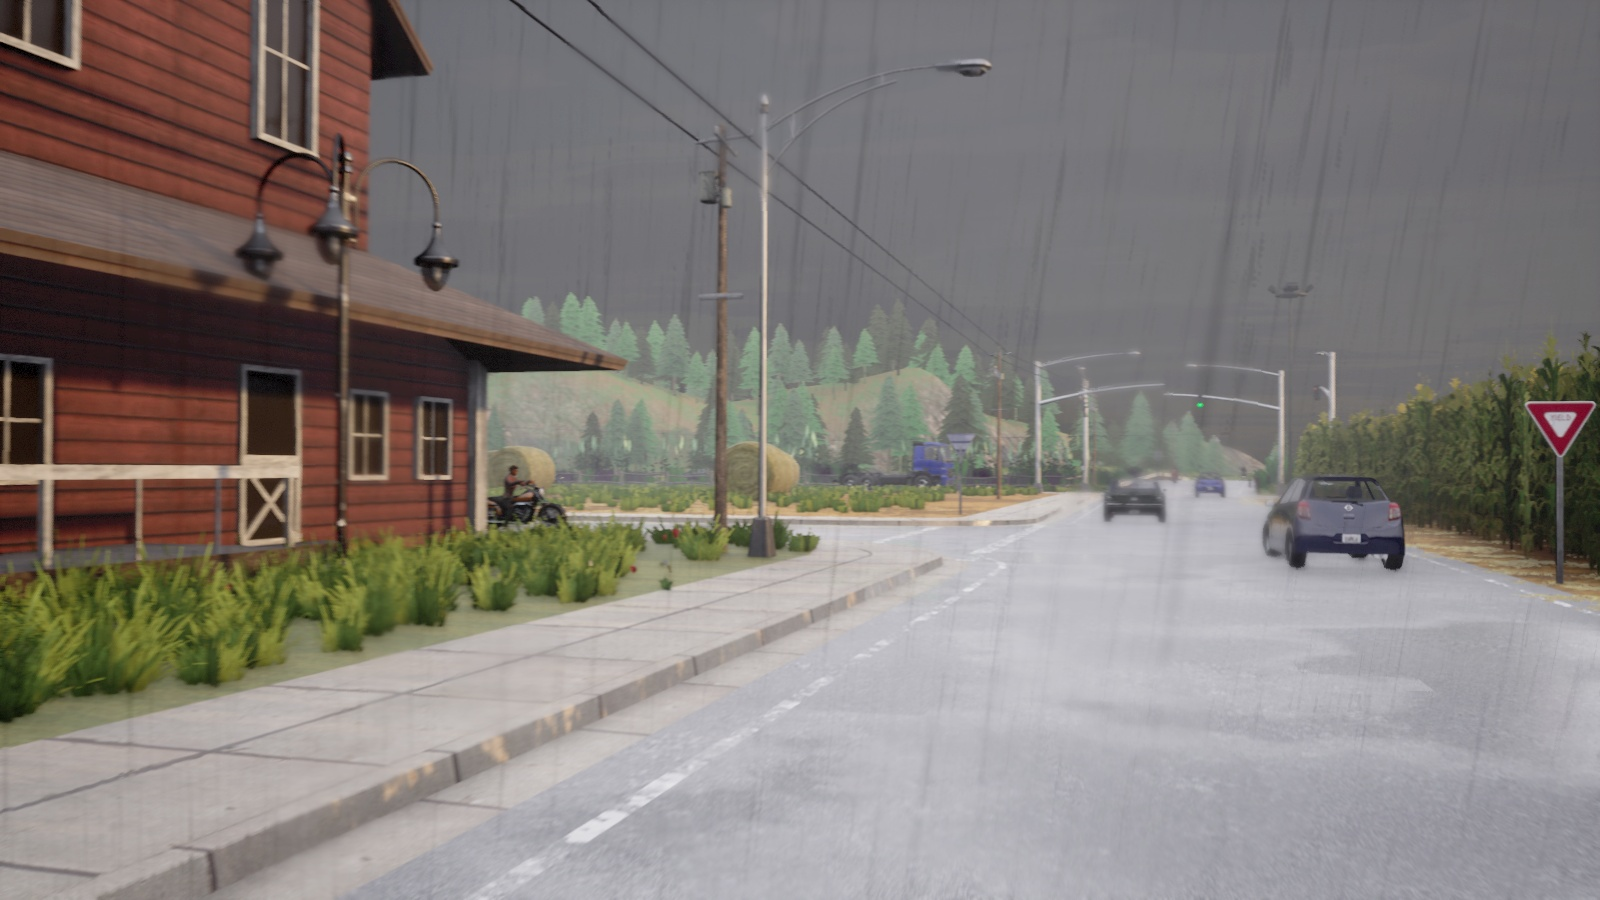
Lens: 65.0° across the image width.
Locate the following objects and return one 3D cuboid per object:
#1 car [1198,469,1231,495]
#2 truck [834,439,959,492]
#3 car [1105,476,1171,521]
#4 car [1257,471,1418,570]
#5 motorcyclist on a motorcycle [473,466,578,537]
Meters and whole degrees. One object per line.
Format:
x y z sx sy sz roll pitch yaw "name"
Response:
24.559 1.871 74.470 1.816 1.474 4.193 0 -1 18 "car"
6.549 1.060 84.965 7.936 3.462 2.891 0 -1 19 "truck"
10.700 1.477 39.664 1.895 1.301 4.718 0 -1 16 "car"
8.938 1.114 21.179 1.845 1.501 3.633 0 -1 13 "car"
-6.539 1.211 29.963 2.350 1.649 0.766 0 -1 15 "motorcyclist on a motorcycle"
